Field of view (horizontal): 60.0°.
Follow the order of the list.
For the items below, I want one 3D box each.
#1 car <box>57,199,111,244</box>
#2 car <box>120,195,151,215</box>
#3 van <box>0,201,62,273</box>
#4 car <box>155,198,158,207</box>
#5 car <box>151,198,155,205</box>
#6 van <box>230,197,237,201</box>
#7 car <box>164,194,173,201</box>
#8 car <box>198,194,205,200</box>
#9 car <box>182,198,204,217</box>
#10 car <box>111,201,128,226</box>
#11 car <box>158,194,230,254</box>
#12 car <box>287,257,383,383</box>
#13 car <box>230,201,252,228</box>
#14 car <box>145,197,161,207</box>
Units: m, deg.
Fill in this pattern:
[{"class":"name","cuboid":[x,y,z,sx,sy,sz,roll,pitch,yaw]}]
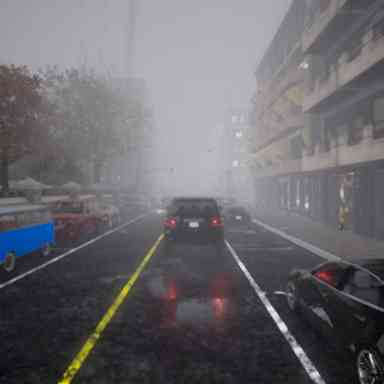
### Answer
[{"class":"car","cuboid":[-5.699,1.278,15.725,2.192,1.841,5.009,0,0,0]},{"class":"car","cuboid":[-5.703,1.241,32.331,2.192,1.841,5.009,0,0,0]},{"class":"van","cuboid":[-5.697,1.317,10.189,1.690,1.788,3.998,0,0,0]},{"class":"car","cuboid":[-3.097,1.256,42.148,2.097,1.767,4.553,0,0,0]},{"class":"car","cuboid":[-5.703,1.480,37.867,1.947,1.339,4.313,0,0,0]},{"class":"van","cuboid":[2.679,1.279,26.799,1.690,1.788,3.998,0,0,0]},{"class":"car","cuboid":[-5.716,1.266,81.347,1.967,1.590,4.097,0,0,0]},{"class":"car","cuboid":[2.661,1.355,92.622,2.008,1.369,4.403,0,0,0]},{"class":"car","cuboid":[0.082,1.405,31.572,1.882,1.535,5.008,0,0,0]},{"class":"car","cuboid":[-5.699,1.501,21.260,2.008,1.369,4.403,0,0,0]},{"class":"car","cuboid":[0.080,1.185,13.558,2.150,2.045,5.566,0,0,0]},{"class":"car","cuboid":[2.686,1.555,4.658,1.947,1.339,4.313,0,0,0]},{"class":"car","cuboid":[2.682,1.516,21.264,1.947,1.339,4.313,0,0,0]},{"class":"car","cuboid":[-5.706,1.473,48.937,1.802,1.307,4.206,0,0,0]}]
